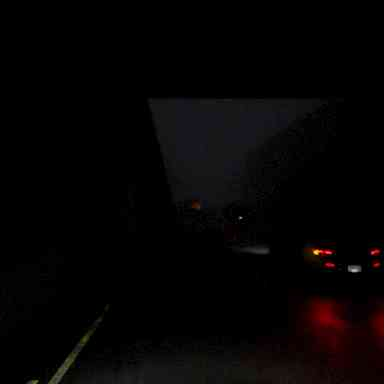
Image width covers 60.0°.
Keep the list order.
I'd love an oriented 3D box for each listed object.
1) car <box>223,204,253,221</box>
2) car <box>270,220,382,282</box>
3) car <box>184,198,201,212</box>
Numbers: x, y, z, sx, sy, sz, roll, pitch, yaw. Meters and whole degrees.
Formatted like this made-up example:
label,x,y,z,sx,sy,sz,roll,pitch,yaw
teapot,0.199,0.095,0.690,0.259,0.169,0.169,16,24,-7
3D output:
label,x,y,z,sx,sy,sz,roll,pitch,yaw
car,3.592,1.614,26.876,1.895,1.301,4.718,0,0,0
car,3.597,1.531,9.661,1.812,1.442,4.674,0,0,0
car,0.090,1.496,39.054,1.882,1.535,5.008,0,0,0
